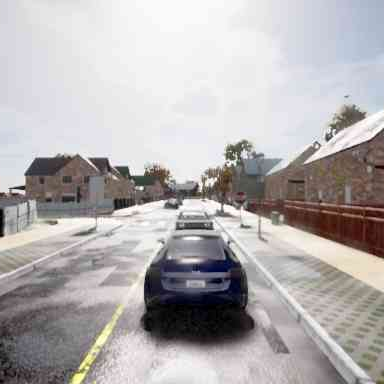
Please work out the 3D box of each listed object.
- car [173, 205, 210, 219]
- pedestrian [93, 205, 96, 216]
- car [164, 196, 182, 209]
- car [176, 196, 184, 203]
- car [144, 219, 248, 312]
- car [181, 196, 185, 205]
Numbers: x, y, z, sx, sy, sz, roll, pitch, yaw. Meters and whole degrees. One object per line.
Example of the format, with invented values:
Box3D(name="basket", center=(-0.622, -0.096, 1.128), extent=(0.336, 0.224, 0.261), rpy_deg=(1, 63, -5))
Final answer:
Box3D(name="car", center=(0.046, 1.624, 18.139), extent=(1.895, 1.301, 4.718), rpy_deg=(0, 0, -2))
Box3D(name="pedestrian", center=(-9.905, 1.872, 33.985), extent=(0.500, 1.100, 0.500), rpy_deg=(0, -2, 5))
Box3D(name="car", center=(-2.830, 1.679, 46.690), extent=(1.994, 1.385, 4.181), rpy_deg=(0, 0, 0))
Box3D(name="car", center=(-2.739, 1.752, 76.459), extent=(1.837, 1.490, 4.892), rpy_deg=(0, 0, 0))
Box3D(name="car", center=(0.093, 1.570, 7.799), extent=(1.994, 1.385, 4.181), rpy_deg=(0, 0, 1))
Box3D(name="car", center=(-2.797, 1.540, 61.350), extent=(2.097, 1.767, 4.553), rpy_deg=(0, 0, 1))
